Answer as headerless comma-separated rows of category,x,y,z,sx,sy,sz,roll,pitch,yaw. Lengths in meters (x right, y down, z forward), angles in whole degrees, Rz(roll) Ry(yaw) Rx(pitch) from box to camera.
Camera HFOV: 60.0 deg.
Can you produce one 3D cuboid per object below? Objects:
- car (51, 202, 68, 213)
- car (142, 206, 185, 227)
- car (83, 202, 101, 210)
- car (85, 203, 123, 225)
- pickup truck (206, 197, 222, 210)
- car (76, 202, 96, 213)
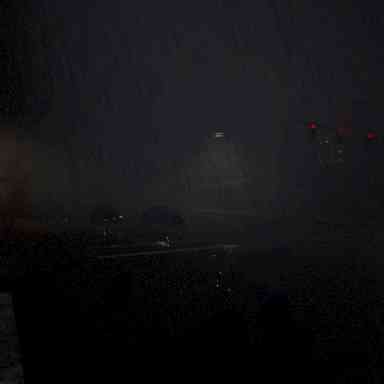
car,-19.274,2.237,48.247,1.812,1.442,4.674,1,-1,-30
car,-2.367,1.886,26.767,1.882,1.535,5.008,1,-1,-31
car,-18.092,2.492,59.939,1.895,1.301,4.718,1,-1,-31
car,-7.404,1.929,28.356,1.837,1.490,4.892,1,-1,-31
pickup truck,3.666,1.921,56.003,2.390,2.098,6.274,0,-1,0
car,-15.955,2.283,49.510,2.033,1.411,5.357,1,-1,-31
